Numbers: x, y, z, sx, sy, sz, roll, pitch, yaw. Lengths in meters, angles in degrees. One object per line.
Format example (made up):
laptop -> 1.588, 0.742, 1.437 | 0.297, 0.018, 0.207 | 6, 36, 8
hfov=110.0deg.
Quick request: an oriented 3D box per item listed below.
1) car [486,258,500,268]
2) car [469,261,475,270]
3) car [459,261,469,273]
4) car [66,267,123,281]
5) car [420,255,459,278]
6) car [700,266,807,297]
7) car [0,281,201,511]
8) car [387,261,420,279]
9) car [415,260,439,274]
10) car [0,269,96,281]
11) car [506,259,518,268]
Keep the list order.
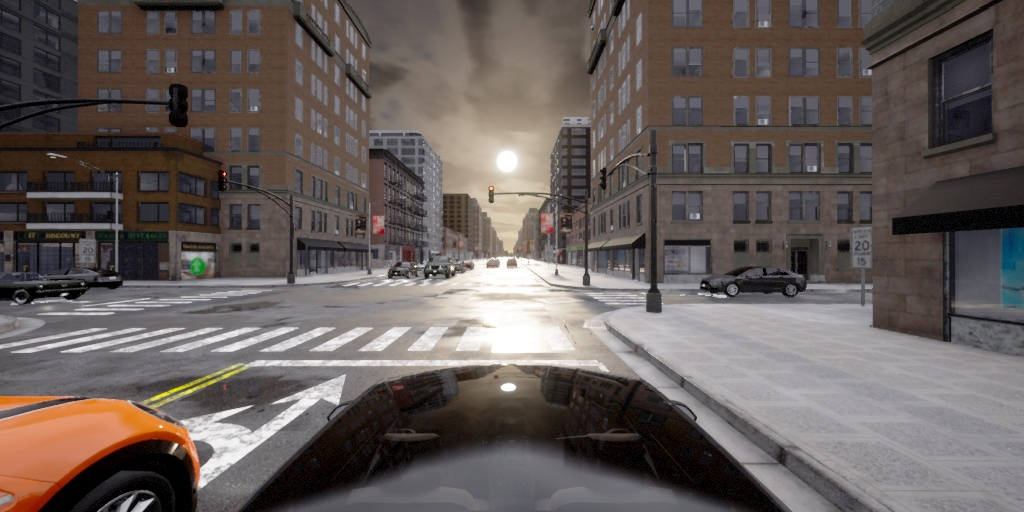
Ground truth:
car -> -3.369, 1.303, 61.948 | 1.994, 1.385, 4.181 | 0, 0, 0
car -> -6.693, 1.343, 53.150 | 1.895, 1.301, 4.718 | 0, 0, 0
car -> -6.681, 1.310, 43.020 | 1.994, 1.385, 4.181 | 0, 0, 0
car -> -25.411, 1.330, 20.955 | 4.313, 1.339, 1.948 | 0, 0, 0
car -> -6.652, 0.970, 33.600 | 2.150, 2.045, 5.566 | 0, 0, 0
car -> 12.424, 1.294, 18.639 | 4.892, 1.490, 1.837 | 0, 0, 1
car -> -3.237, 1.102, 0.601 | 2.097, 1.767, 4.553 | 0, 0, 0
car -> -9.906, 1.253, 33.046 | 1.837, 1.490, 4.892 | 0, 0, 0
car -> -9.925, 1.272, 42.195 | 1.812, 1.442, 4.674 | 0, 0, 0
car -> -21.516, 1.344, 15.462 | 4.718, 1.301, 1.895 | 0, 0, 0
car -> -0.021, 1.244, 63.087 | 1.837, 1.490, 4.892 | 0, 0, 0
